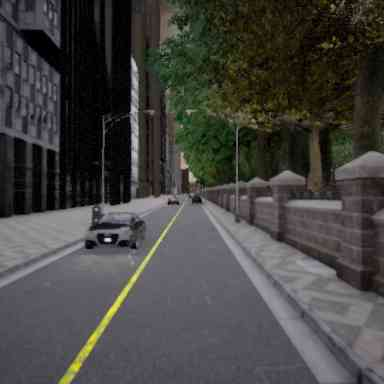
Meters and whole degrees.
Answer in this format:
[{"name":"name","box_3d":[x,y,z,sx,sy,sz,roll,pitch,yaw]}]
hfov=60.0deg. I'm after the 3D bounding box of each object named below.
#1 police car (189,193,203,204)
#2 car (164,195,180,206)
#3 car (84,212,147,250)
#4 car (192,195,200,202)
[{"name":"police car","box_3d":[0.908,1.353,60.038,1.930,1.638,5.238,0,0,0]},{"name":"car","box_3d":[-3.047,1.418,54.724,1.882,1.535,5.008,0,0,0]},{"name":"car","box_3d":[-3.096,1.560,14.202,1.994,1.385,4.181,0,0,0]},{"name":"car","box_3d":[0.911,1.416,75.932,1.812,1.442,4.674,0,0,0]}]
